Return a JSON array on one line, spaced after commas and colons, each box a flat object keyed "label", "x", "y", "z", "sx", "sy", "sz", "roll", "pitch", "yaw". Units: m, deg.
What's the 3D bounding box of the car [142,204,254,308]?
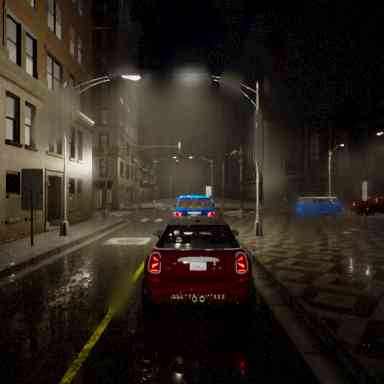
[{"label": "car", "x": 0.109, "y": 1.346, "z": 8.075, "sx": 2.097, "sy": 1.767, "sz": 4.553, "roll": 0, "pitch": 0, "yaw": 0}]

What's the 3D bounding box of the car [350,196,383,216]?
[{"label": "car", "x": 17.398, "y": 1.322, "z": 30.900, "sx": 5.009, "sy": 1.841, "sz": 2.192, "roll": 0, "pitch": 0, "yaw": -1}]

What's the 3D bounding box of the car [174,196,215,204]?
[{"label": "car", "x": 0.118, "y": 1.207, "z": 17.932, "sx": 2.150, "sy": 2.045, "sz": 5.566, "roll": 0, "pitch": 0, "yaw": 0}]

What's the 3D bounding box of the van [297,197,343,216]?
[{"label": "van", "x": 11.757, "y": 1.349, "z": 30.819, "sx": 3.998, "sy": 1.788, "sz": 1.690, "roll": 0, "pitch": 0, "yaw": -1}]
